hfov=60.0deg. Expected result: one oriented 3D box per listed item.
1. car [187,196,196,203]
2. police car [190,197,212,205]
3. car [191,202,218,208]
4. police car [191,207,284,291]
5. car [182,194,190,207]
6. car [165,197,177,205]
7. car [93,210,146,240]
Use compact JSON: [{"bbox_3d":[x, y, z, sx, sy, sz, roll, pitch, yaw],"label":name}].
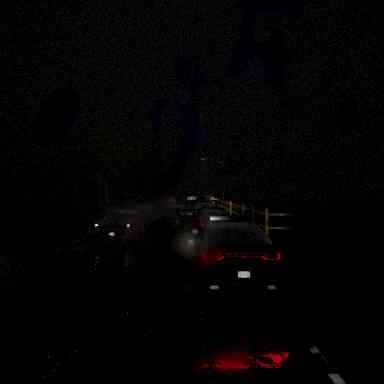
[{"bbox_3d":[-0.166,1.595,69.576,1.895,1.301,4.718,0,0,0],"label":"car"},{"bbox_3d":[0.989,1.437,25.194,1.930,1.638,5.238,0,0,0],"label":"police car"},{"bbox_3d":[1.004,1.537,19.079,1.812,1.442,4.674,0,0,0],"label":"car"},{"bbox_3d":[1.027,1.432,9.182,1.930,1.638,5.238,0,0,0],"label":"police car"},{"bbox_3d":[-0.060,1.503,50.942,2.128,1.511,4.902,0,0,0],"label":"car"},{"bbox_3d":[-3.716,1.569,59.727,1.994,1.385,4.181,0,0,0],"label":"car"},{"bbox_3d":[-3.643,1.611,17.334,1.895,1.301,4.718,0,0,0],"label":"car"}]
